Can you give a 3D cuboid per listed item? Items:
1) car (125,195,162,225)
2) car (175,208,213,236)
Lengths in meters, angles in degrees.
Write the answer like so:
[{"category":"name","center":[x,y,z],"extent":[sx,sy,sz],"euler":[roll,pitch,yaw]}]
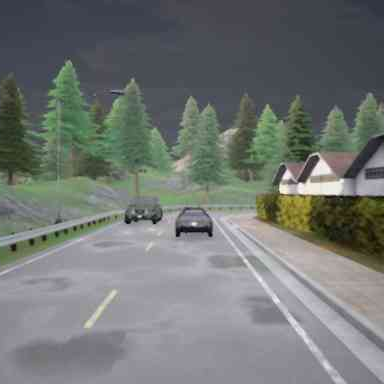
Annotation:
[{"category":"car","center":[-3.494,1.277,24.915],"extent":[2.150,2.045,5.566],"euler":[0,0,0]},{"category":"car","center":[0.105,1.566,18.592],"extent":[1.994,1.385,4.181],"euler":[0,0,0]}]
